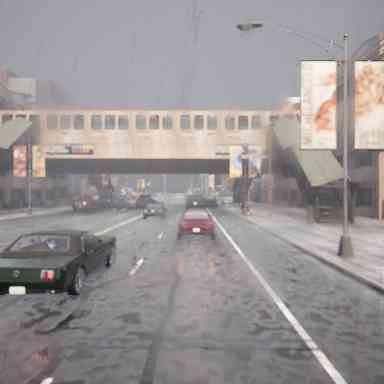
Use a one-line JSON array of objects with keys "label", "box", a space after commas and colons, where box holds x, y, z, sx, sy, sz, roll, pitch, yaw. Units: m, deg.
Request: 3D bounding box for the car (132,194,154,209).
[{"label": "car", "box": [-6.693, 1.346, 48.073, 2.150, 2.045, 5.566, 0, 0, 1]}]

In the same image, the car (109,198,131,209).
[{"label": "car", "box": [-10.188, 1.642, 48.251, 1.812, 1.442, 4.674, 0, 0, 1]}]

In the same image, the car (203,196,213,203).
[{"label": "car", "box": [3.614, 1.719, 77.889, 2.097, 1.535, 5.008, 0, 0, 0]}]

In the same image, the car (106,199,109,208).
[{"label": "car", "box": [-13.236, 1.708, 49.592, 1.895, 1.301, 4.718, 0, 0, 0]}]

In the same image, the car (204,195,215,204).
[{"label": "car", "box": [3.703, 1.574, 71.464, 2.185, 1.767, 4.553, 0, 0, 0]}]

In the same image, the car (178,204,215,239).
[{"label": "car", "box": [0.221, 1.577, 17.596, 1.812, 1.442, 4.674, 0, 0, 0]}]

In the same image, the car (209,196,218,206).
[{"label": "car", "box": [3.583, 1.669, 60.689, 2.231, 1.521, 4.892, 0, 0, 10]}]

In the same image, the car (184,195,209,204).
[{"label": "car", "box": [0.360, 1.331, 36.913, 2.150, 2.045, 5.566, 0, 0, 0]}]

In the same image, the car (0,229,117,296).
[{"label": "car", "box": [-3.342, 1.618, 8.627, 1.895, 1.301, 4.718, 0, 0, 0]}]

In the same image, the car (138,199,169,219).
[{"label": "car", "box": [-3.191, 1.627, 29.800, 2.033, 1.411, 5.357, 0, 0, 0]}]

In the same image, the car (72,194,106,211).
[{"label": "car", "box": [-13.248, 1.320, 42.197, 2.435, 2.045, 5.566, 0, 0, 0]}]
